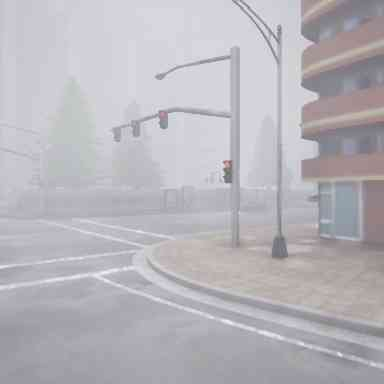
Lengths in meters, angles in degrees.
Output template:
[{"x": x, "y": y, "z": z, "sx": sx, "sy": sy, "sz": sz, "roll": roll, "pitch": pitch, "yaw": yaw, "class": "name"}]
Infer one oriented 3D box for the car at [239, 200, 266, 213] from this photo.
[{"x": 6.555, "y": 1.624, "z": 38.338, "sx": 4.181, "sy": 1.385, "sz": 1.994, "roll": 0, "pitch": 0, "yaw": -37, "class": "car"}]
